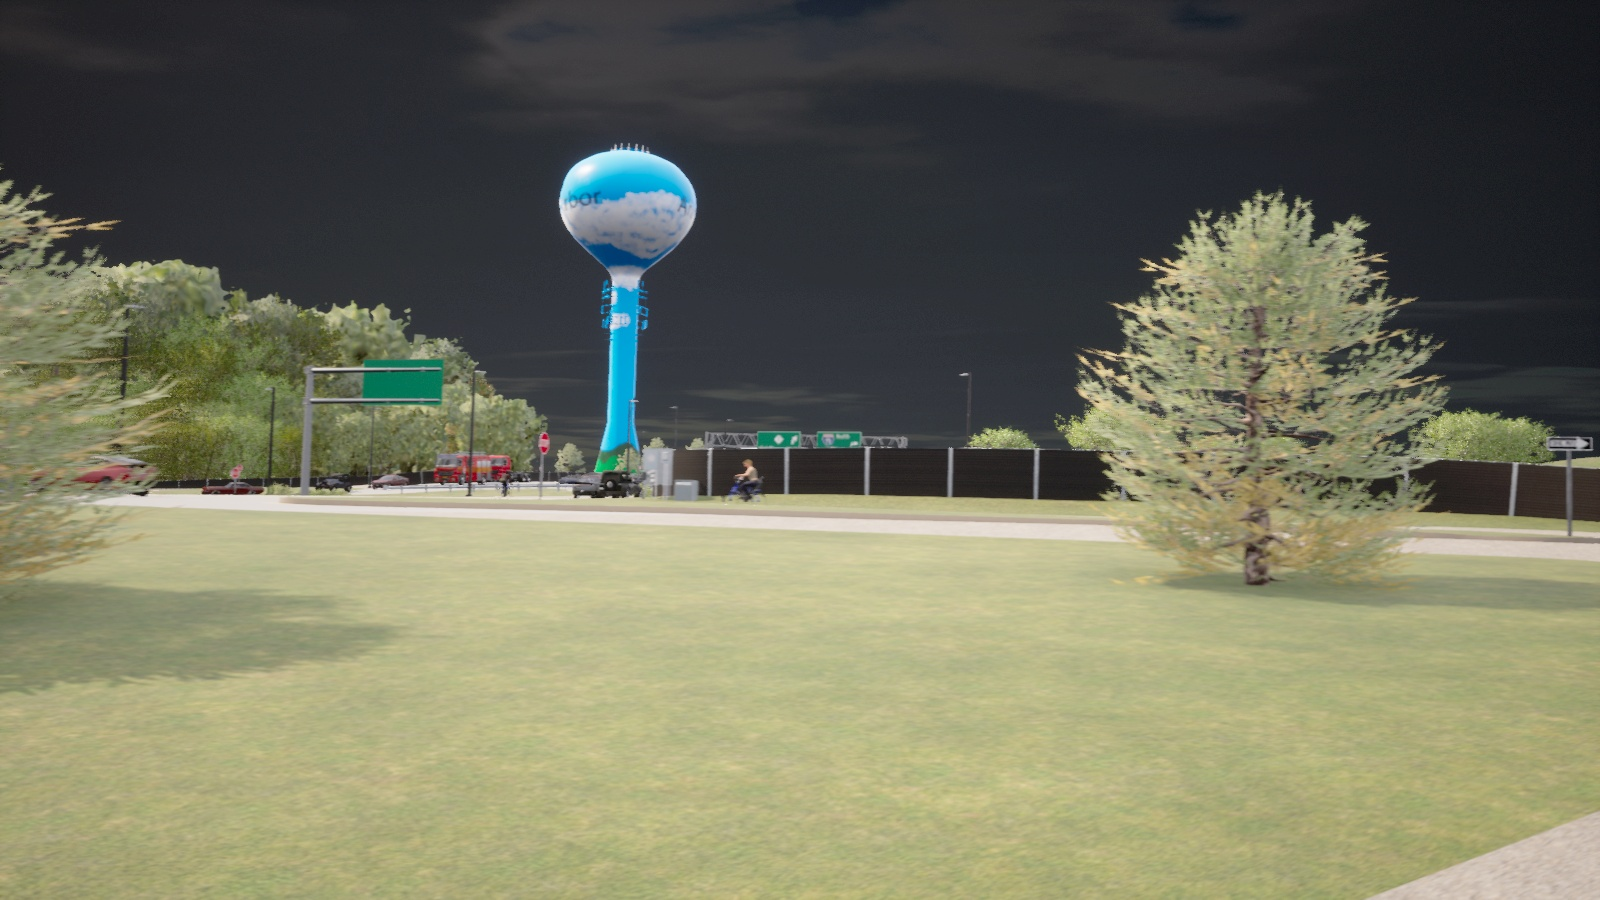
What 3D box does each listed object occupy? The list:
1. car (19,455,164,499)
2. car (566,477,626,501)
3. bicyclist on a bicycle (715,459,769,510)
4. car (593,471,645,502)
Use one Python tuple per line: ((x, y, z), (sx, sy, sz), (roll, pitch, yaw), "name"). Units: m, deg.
((-26.428, 1.010, 46.900), (4.514, 1.525, 2.007), (1, -2, 14), "car")
((-13.653, 2.623, 84.327), (2.128, 1.511, 4.902), (0, -2, 14), "car")
((-1.878, 1.121, 40.811), (1.509, 1.612, 0.866), (1, -3, 14), "bicyclist on a bicycle")
((-11.361, 2.302, 79.102), (1.905, 1.878, 3.866), (0, -2, 14), "car")
